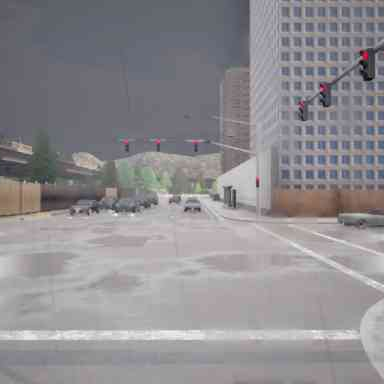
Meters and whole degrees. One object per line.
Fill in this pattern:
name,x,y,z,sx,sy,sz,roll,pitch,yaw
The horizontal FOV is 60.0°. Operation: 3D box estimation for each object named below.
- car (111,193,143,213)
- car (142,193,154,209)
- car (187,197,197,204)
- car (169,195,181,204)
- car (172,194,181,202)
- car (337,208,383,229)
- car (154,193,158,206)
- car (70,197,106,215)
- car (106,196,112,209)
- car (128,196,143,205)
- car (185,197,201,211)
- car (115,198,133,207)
car,-7.068,1.352,36.797,2.097,1.767,4.553,0,0,0
car,-7.059,1.221,46.233,2.150,2.045,5.566,0,0,0
car,0.048,1.601,65.886,1.895,1.301,4.718,0,0,0
car,-3.466,1.601,64.288,1.895,1.301,4.718,0,0,0
car,-3.461,1.305,74.481,1.882,1.535,5.008,0,0,0
car,11.865,1.656,21.187,4.718,1.301,1.895,0,0,0
car,-7.034,1.221,56.963,2.150,2.045,5.566,0,0,0
car,-10.585,1.492,33.251,2.128,1.511,4.902,0,0,1
car,-10.569,1.352,42.148,2.097,1.767,4.553,0,0,0
car,-10.526,1.478,62.160,1.882,1.535,5.008,0,0,0
car,0.093,1.601,40.379,1.895,1.301,4.718,0,0,0
car,-10.560,1.601,51.942,1.895,1.301,4.718,0,0,0
